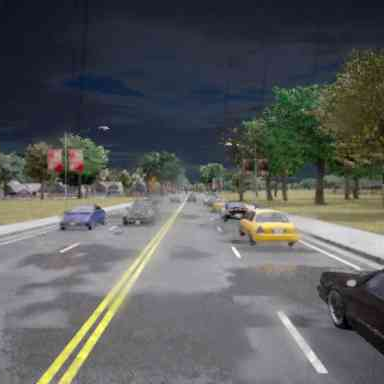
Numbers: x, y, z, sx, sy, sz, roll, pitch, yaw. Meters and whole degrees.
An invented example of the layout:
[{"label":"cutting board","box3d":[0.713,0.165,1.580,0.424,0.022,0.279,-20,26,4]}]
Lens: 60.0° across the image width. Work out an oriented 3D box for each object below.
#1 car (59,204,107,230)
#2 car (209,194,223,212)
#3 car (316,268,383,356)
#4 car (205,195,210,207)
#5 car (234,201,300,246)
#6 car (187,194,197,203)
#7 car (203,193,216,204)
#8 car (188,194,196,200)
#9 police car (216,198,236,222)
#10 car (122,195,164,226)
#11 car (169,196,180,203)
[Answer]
[{"label":"car","box3d":[-6.593,1.485,20.699,1.812,1.442,4.674,0,0,0]},{"label":"car","box3d":[3.259,1.389,37.026,1.801,1.575,5.366,0,0,0]},{"label":"car","box3d":[3.252,1.540,3.832,2.033,1.411,5.357,0,0,0]},{"label":"car","box3d":[3.261,1.481,47.839,1.994,1.385,4.181,0,0,0]},{"label":"car","box3d":[3.254,1.427,15.023,1.801,1.575,5.366,0,0,0]},{"label":"car","box3d":[0.016,1.372,67.396,2.128,1.511,4.902,0,0,0]},{"label":"car","box3d":[3.264,1.123,58.870,2.150,2.045,5.566,0,0,0]},{"label":"car","box3d":[0.019,1.214,85.998,2.033,1.411,5.357,0,0,0]},{"label":"police car","box3d":[3.257,1.455,25.836,2.038,1.542,4.974,0,0,0]},{"label":"car","box3d":[-3.342,1.308,22.779,2.097,1.767,4.553,0,0,0]},{"label":"car","box3d":[-3.248,1.441,64.101,2.033,1.411,5.357,0,0,0]}]
